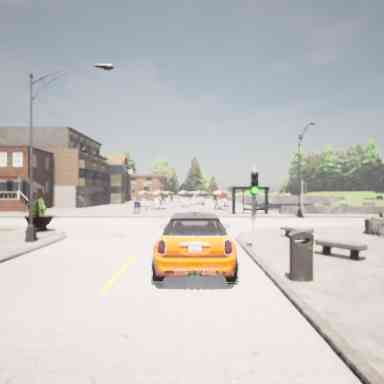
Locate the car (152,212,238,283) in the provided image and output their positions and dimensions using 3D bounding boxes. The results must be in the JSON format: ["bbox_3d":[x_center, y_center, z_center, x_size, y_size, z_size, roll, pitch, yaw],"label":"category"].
[{"bbox_3d":[0.081,1.363,9.898,2.097,1.767,4.553,0,0,0],"label":"car"}]

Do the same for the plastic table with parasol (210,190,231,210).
[{"bbox_3d":[3.578,0.969,42.454,2.482,2.480,2.482,0,0,0],"label":"plastic table with parasol"}]

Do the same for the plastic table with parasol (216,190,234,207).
[{"bbox_3d":[4.988,0.978,51.085,2.482,2.480,2.482,0,0,0],"label":"plastic table with parasol"}]
